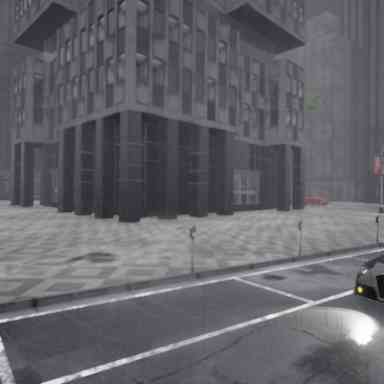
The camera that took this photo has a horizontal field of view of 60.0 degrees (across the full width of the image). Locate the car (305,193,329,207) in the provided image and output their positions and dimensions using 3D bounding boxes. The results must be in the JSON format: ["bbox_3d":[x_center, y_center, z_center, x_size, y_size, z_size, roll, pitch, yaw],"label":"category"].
[{"bbox_3d":[18.355,1.195,51.615,2.150,2.045,5.566,1,0,-35],"label":"car"}]

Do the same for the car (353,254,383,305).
[{"bbox_3d":[5.383,1.659,7.216,4.181,1.385,1.994,1,0,-35],"label":"car"}]
